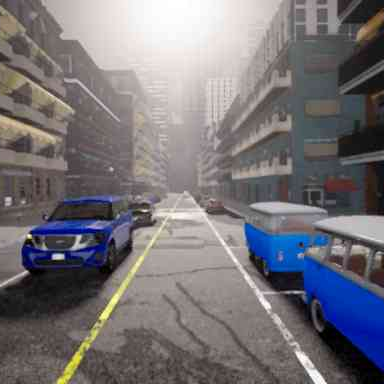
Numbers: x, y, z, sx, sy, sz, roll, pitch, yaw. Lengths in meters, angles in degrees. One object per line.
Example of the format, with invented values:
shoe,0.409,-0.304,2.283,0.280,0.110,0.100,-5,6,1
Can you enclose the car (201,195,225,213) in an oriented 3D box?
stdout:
car,2.142,1.280,31.964,1.802,1.307,4.206,-2,0,-1

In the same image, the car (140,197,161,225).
car,-3.458,1.360,22.670,1.837,1.490,4.892,-1,1,-1

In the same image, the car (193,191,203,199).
car,1.332,0.649,76.769,2.192,1.841,5.009,-2,0,-1

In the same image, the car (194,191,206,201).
car,1.532,0.740,65.567,2.192,1.841,5.009,-2,0,-1

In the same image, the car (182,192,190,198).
car,-1.553,0.788,88.508,1.812,1.442,4.674,-1,0,-1

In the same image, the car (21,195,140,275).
car,-3.260,1.176,10.716,2.150,2.045,5.566,-1,0,-1

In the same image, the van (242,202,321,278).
van,2.538,1.223,9.557,1.690,1.788,3.998,-2,0,-1

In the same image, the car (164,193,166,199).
car,-6.847,1.094,65.449,2.008,1.369,4.403,-2,0,-1

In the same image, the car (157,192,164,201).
car,-6.736,0.904,59.846,2.192,1.841,5.009,-2,0,-1

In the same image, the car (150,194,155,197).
car,-6.405,1.276,43.045,2.008,1.369,4.403,-2,0,-1

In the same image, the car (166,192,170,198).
car,-7.140,0.989,82.252,1.802,1.307,4.206,-2,0,-1

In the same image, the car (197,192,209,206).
car,1.937,1.131,43.335,1.752,1.417,4.829,-2,0,-1

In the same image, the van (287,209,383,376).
van,2.638,1.269,3.956,1.690,1.788,3.998,-2,0,-1

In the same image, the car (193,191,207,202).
car,1.733,0.831,54.365,2.192,1.841,5.009,-2,0,-1

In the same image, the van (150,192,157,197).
van,-6.511,1.021,48.644,1.690,1.788,3.998,-2,0,-1

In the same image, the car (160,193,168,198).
car,-7.240,0.944,87.853,1.802,1.307,4.206,-2,0,-1

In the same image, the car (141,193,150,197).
car,-6.307,1.211,37.443,1.967,1.590,4.097,-2,0,-1
